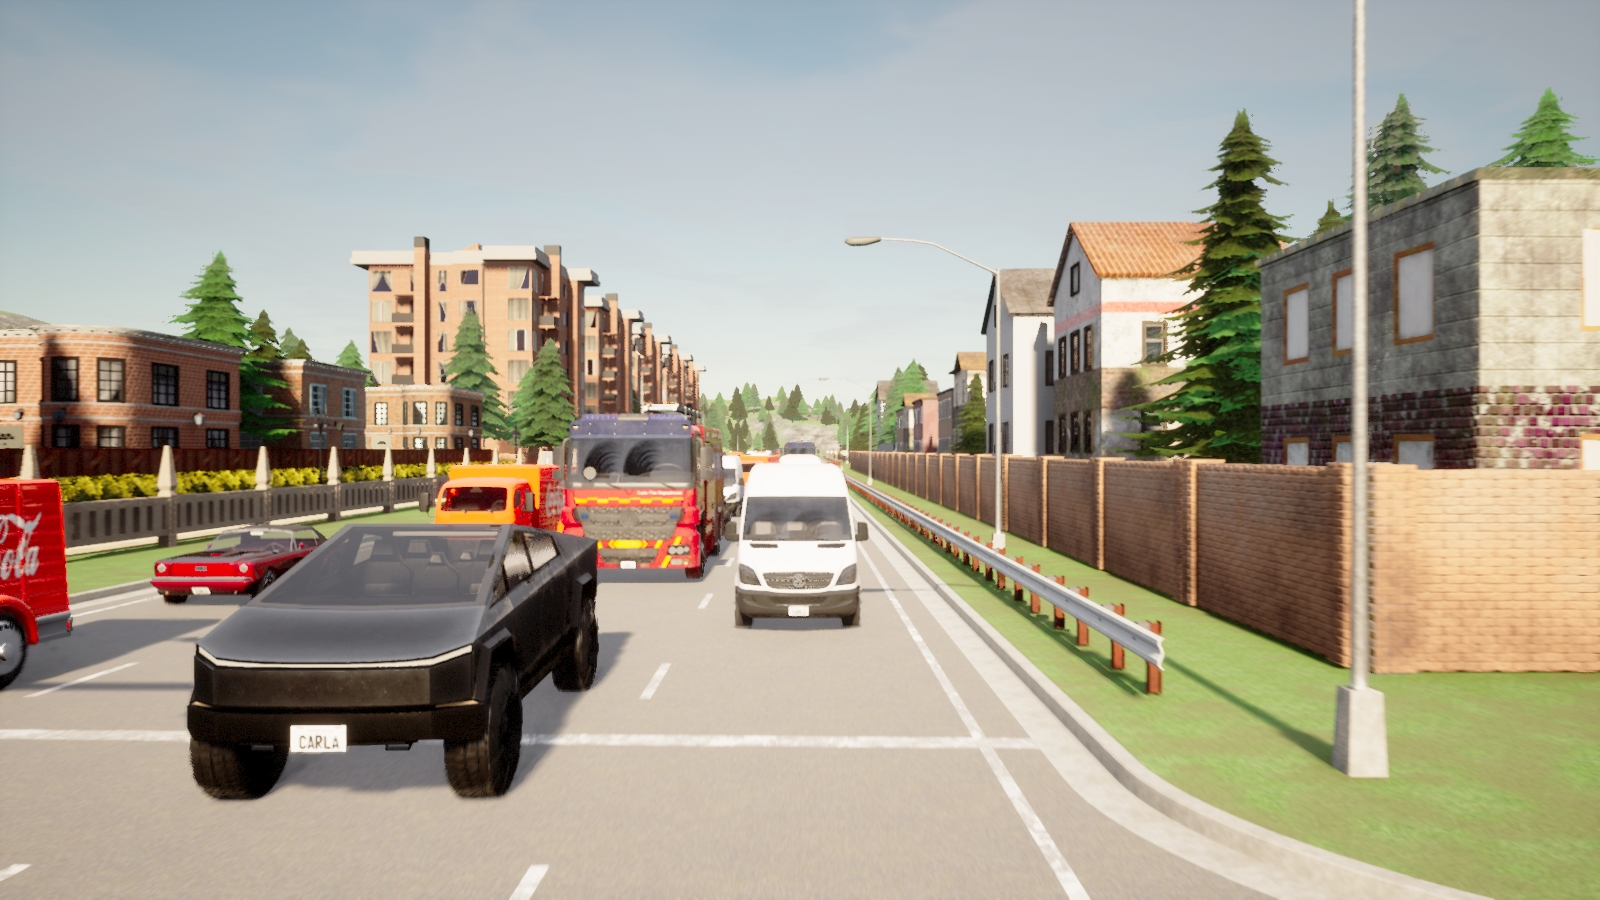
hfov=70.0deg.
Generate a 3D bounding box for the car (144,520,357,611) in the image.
[{"bbox_3d":[-10.502,2.155,22.288,1.895,1.301,4.718,0,0,0],"label":"car"}]

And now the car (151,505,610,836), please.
[{"bbox_3d":[-3.570,1.753,11.448,2.390,2.098,6.274,0,0,-1],"label":"car"}]

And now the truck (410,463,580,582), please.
[{"bbox_3d":[-7.001,1.566,26.946,2.627,2.467,5.204,0,0,0],"label":"truck"}]

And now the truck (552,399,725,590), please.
[{"bbox_3d":[-3.498,0.890,27.038,2.891,3.827,8.468,0,0,0],"label":"truck"}]

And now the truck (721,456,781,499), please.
[{"bbox_3d":[-2.817,1.570,67.714,2.627,2.467,5.204,0,0,8],"label":"truck"}]

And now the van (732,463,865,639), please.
[{"bbox_3d":[-0.070,1.534,20.014,1.988,2.561,5.915,0,0,-1],"label":"van"}]

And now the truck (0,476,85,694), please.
[{"bbox_3d":[-10.505,1.567,12.091,2.627,2.467,5.204,0,0,0],"label":"truck"}]

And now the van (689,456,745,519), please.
[{"bbox_3d":[-3.496,1.535,49.196,1.988,2.561,5.915,0,0,0],"label":"van"}]
